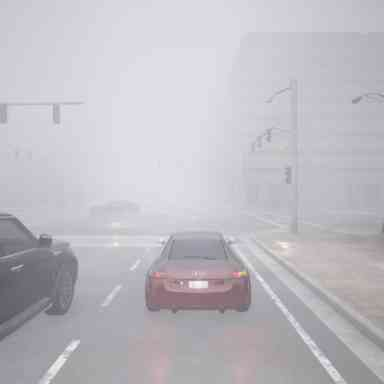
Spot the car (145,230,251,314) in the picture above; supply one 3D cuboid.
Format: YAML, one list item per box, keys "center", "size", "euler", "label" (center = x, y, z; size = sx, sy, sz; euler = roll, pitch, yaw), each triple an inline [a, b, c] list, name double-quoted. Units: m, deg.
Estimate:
- center: [0.113, 1.564, 7.723]
  size: [1.994, 1.385, 4.181]
  euler: [0, 0, 0]
  label: "car"

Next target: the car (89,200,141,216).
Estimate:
- center: [-7.338, 1.505, 31.836]
  size: [4.892, 1.490, 1.837]
  euler: [0, 0, 0]
  label: "car"

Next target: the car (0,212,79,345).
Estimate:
- center: [-3.397, 1.221, 4.398]
  size: [2.150, 2.045, 5.566]
  euler: [0, 0, 1]
  label: "car"
